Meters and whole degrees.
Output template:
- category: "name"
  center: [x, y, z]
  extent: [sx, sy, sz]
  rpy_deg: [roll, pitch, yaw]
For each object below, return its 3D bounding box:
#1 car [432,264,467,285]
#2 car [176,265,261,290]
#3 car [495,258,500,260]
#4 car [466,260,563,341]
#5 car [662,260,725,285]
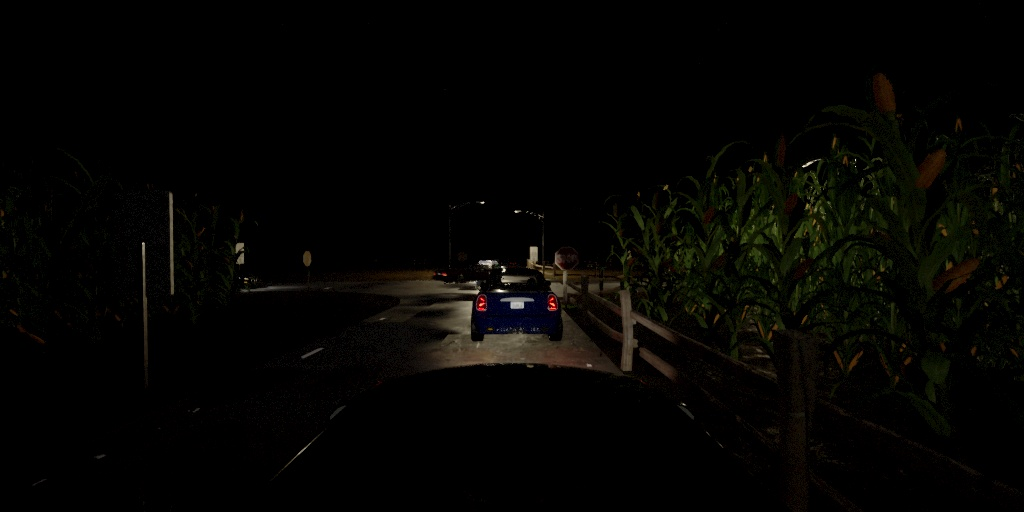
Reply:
- category: "car"
  center: [-3.157, 1.272, 26.258]
  extent: [5.357, 1.411, 2.033]
  rpy_deg: [0, 0, -42]
- category: "car"
  center: [-18.528, 1.292, 22.503]
  extent: [4.892, 1.490, 1.837]
  rpy_deg: [0, 1, 0]
- category: "car"
  center: [-2.810, 1.211, 38.158]
  extent: [2.128, 1.511, 4.902]
  rpy_deg: [0, 0, 2]
- category: "car"
  center: [0.059, 1.098, 9.993]
  extent: [2.097, 1.767, 4.553]
  rpy_deg: [0, 0, -2]
- category: "car"
  center: [12.542, 1.062, 25.337]
  extent: [4.553, 1.767, 2.097]
  rpy_deg: [0, 1, -2]
